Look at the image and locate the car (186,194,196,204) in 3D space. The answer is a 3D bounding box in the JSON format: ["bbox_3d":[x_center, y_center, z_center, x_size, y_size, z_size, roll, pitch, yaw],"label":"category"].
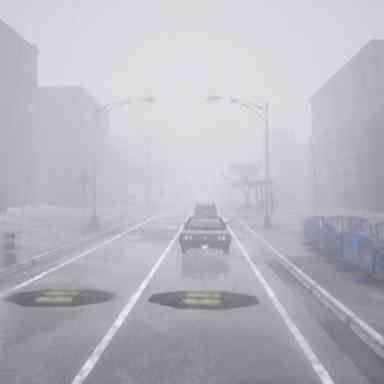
[{"bbox_3d":[-0.028,1.499,70.941,2.150,2.045,5.566,0,0,2],"label":"car"}]

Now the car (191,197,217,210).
[{"bbox_3d":[1.215,1.456,29.382,1.882,1.535,5.008,0,0,3],"label":"car"}]

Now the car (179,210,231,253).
[{"bbox_3d":[0.558,1.657,14.019,1.895,1.301,4.718,0,0,3],"label":"car"}]
